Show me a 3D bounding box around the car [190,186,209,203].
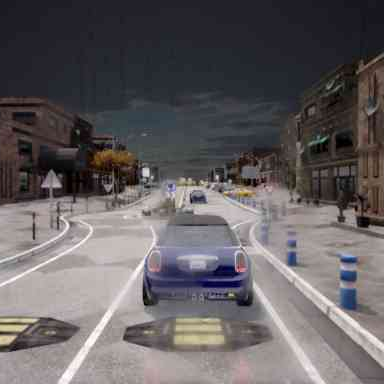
[{"bbox_3d":[0.765,0.488,45.383,2.097,1.767,4.553,0,2,-1],"label":"car"}]

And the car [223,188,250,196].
[{"bbox_3d":[8.053,-0.028,60.167,4.674,1.452,2.002,0,2,-1],"label":"car"}]

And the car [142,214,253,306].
[{"bbox_3d":[0.123,1.314,8.121,2.097,1.767,4.553,0,0,1],"label":"car"}]

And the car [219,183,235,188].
[{"bbox_3d":[7.980,-0.314,62.912,4.553,1.767,2.185,0,2,-1],"label":"car"}]

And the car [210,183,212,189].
[{"bbox_3d":[7.754,-0.931,82.193,5.008,1.535,2.097,0,2,-1],"label":"car"}]

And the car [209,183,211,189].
[{"bbox_3d":[7.675,-1.070,87.702,4.674,1.452,2.002,0,2,-1],"label":"car"}]

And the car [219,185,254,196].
[{"bbox_3d":[7.901,0.053,57.407,5.366,1.575,1.946,0,3,-1],"label":"car"}]

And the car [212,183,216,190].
[{"bbox_3d":[7.830,-0.736,76.685,4.892,1.521,2.231,0,2,-1],"label":"car"}]

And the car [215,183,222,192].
[{"bbox_3d":[8.003,-0.556,65.660,5.566,2.045,2.435,0,2,-1],"label":"car"}]

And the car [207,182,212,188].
[{"bbox_3d":[7.606,-1.447,90.451,5.566,2.045,2.435,0,2,-1],"label":"car"}]
